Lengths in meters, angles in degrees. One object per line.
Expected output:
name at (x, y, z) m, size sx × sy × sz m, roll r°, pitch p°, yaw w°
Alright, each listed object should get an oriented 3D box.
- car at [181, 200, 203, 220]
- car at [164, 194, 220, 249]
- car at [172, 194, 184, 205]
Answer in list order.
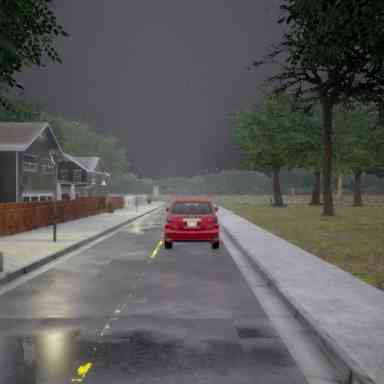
car at (0.000, 1.520, 29.649) m, size 1.837 × 1.490 × 4.892 m, roll 0°, pitch 0°, yaw 0°
car at (0.000, 1.259, 14.679) m, size 2.150 × 2.045 × 5.566 m, roll 0°, pitch 0°, yaw 0°
car at (-2.750, 1.342, 64.836) m, size 2.150 × 2.045 × 5.566 m, roll 0°, pitch 0°, yaw 0°
